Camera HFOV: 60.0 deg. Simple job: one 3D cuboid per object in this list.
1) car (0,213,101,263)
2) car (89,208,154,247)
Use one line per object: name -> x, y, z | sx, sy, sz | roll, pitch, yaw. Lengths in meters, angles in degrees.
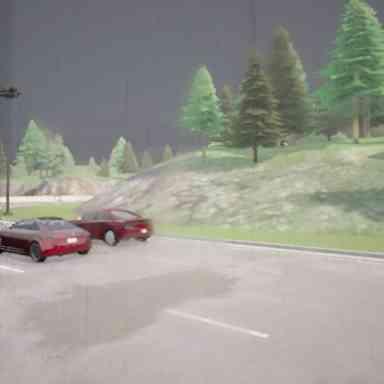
car -> -5.615, 1.596, 12.254 | 4.181, 1.385, 1.994 | -1, 0, 36
car -> -4.016, 1.514, 15.416 | 5.008, 1.535, 1.882 | -1, 0, 36
